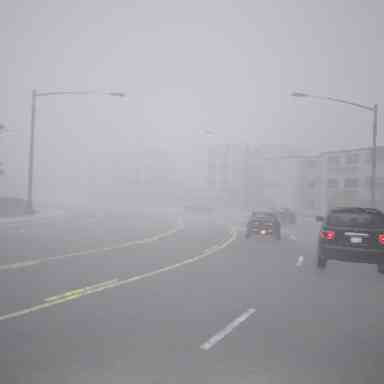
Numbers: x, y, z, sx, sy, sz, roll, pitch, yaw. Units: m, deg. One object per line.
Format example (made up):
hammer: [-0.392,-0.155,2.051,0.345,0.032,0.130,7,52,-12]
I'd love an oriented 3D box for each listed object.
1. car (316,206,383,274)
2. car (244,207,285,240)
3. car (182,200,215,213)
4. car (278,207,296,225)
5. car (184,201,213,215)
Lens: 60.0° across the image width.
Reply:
car: [5.817,1.561,12.247,2.150,2.045,5.566,2,0,22]
car: [4.149,1.848,19.600,1.837,1.490,4.892,3,0,11]
car: [0.843,1.955,46.233,2.128,1.511,4.902,3,-1,-36]
car: [7.581,2.048,29.702,1.882,1.535,5.008,3,-1,-7]
car: [0.650,1.891,40.128,2.128,1.511,4.902,3,-1,-27]
